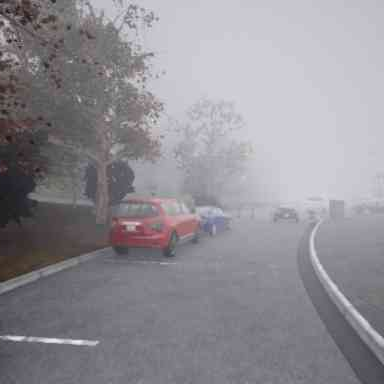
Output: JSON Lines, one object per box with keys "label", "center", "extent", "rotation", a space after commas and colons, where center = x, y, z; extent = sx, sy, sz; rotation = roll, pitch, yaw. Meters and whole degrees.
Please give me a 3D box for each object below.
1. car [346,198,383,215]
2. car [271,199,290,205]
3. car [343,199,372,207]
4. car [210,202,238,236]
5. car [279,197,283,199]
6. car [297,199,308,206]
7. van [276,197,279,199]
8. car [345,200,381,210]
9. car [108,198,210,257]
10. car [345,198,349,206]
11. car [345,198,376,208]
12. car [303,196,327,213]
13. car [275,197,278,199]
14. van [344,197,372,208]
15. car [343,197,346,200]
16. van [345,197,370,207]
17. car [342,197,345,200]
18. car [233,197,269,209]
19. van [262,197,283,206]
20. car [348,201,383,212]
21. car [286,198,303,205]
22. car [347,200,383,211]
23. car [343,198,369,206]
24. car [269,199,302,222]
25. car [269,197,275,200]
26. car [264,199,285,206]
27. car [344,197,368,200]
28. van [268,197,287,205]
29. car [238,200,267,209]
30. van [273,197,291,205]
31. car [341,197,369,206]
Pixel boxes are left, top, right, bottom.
{"label": "car", "center": [20.170, 1.736, 36.469], "extent": [4.892, 1.521, 2.231], "rotation": [1, -1, 3]}
{"label": "car", "center": [23.750, 2.754, 89.390], "extent": [4.674, 1.452, 2.002], "rotation": [-1, -2, 3]}
{"label": "car", "center": [34.199, 2.298, 68.750], "extent": [5.008, 1.535, 2.097], "rotation": [1, -1, 4]}
{"label": "car", "center": [0.840, 1.543, 18.986], "extent": [2.097, 1.535, 5.008], "rotation": [0, 0, 22]}
{"label": "car", "center": [16.718, 2.391, 73.184], "extent": [4.892, 1.521, 2.231], "rotation": [-1, -1, 4]}
{"label": "car", "center": [26.426, 2.476, 79.487], "extent": [2.033, 1.411, 5.357], "rotation": [0, -1, 23]}
{"label": "van", "center": [15.420, 2.118, 70.494], "extent": [4.442, 1.987, 1.878], "rotation": [-1, -1, 4]}
{"label": "car", "center": [28.327, 2.087, 55.296], "extent": [4.792, 1.488, 2.163], "rotation": [1, 0, 4]}
{"label": "car", "center": [-1.216, 1.265, 13.356], "extent": [2.435, 2.045, 5.566], "rotation": [0, 0, 16]}
{"label": "car", "center": [22.516, 1.828, 41.841], "extent": [4.892, 1.521, 2.231], "rotation": [1, 0, 3]}
{"label": "car", "center": [30.729, 2.026, 60.673], "extent": [4.553, 1.767, 2.185], "rotation": [1, 0, 4]}
{"label": "car", "center": [16.099, 1.589, 43.074], "extent": [2.150, 2.045, 5.566], "rotation": [0, -1, 24]}
{"label": "car", "center": [14.335, 2.324, 67.789], "extent": [4.792, 1.488, 2.163], "rotation": [-1, -1, 3]}
{"label": "van", "center": [32.922, 2.020, 66.062], "extent": [4.442, 1.987, 1.878], "rotation": [1, -1, 3]}
{"label": "car", "center": [27.196, 2.013, 52.598], "extent": [4.892, 1.521, 2.231], "rotation": [1, 0, 3]}
{"label": "van", "center": [35.493, 2.125, 71.437], "extent": [4.442, 1.987, 1.878], "rotation": [1, -1, 4]}
{"label": "car", "center": [29.533, 2.105, 57.985], "extent": [4.892, 1.521, 2.231], "rotation": [1, 0, 4]}
{"label": "car", "center": [9.695, 1.856, 56.997], "extent": [5.566, 2.045, 2.435], "rotation": [-1, -2, 4]}
{"label": "van", "center": [18.939, 2.269, 78.597], "extent": [4.442, 1.987, 1.878], "rotation": [-1, -1, 3]}
{"label": "car", "center": [23.681, 1.914, 44.532], "extent": [4.674, 1.452, 2.002], "rotation": [1, 0, 4]}
{"label": "car", "center": [20.145, 2.252, 65.044], "extent": [1.837, 1.490, 4.892], "rotation": [0, -1, 24]}
{"label": "car", "center": [26.020, 2.006, 49.914], "extent": [4.674, 1.452, 2.002], "rotation": [1, 0, 4]}
{"label": "car", "center": [36.515, 2.276, 74.134], "extent": [4.553, 1.767, 2.185], "rotation": [1, -1, 3]}
{"label": "car", "center": [7.403, 1.559, 26.704], "extent": [1.812, 1.442, 4.674], "rotation": [0, 0, 11]}
{"label": "car", "center": [13.218, 2.120, 65.090], "extent": [4.553, 1.767, 2.185], "rotation": [-1, -1, 3]}
{"label": "car", "center": [20.235, 2.585, 81.281], "extent": [4.674, 1.452, 2.002], "rotation": [-1, -1, 3]}
{"label": "car", "center": [25.034, 1.919, 47.220], "extent": [5.366, 1.575, 1.946], "rotation": [1, -1, 4]}
{"label": "van", "center": [21.520, 2.374, 83.991], "extent": [4.442, 1.987, 1.878], "rotation": [-1, -2, 3]}
{"label": "car", "center": [10.814, 2.184, 59.686], "extent": [4.792, 1.488, 2.163], "rotation": [-1, -1, 4]}
{"label": "van", "center": [24.808, 2.549, 92.093], "extent": [4.442, 1.987, 1.878], "rotation": [-1, -1, 3]}
{"label": "car", "center": [38.914, 2.261, 79.511], "extent": [5.566, 2.045, 2.435], "rotation": [1, -1, 4]}
